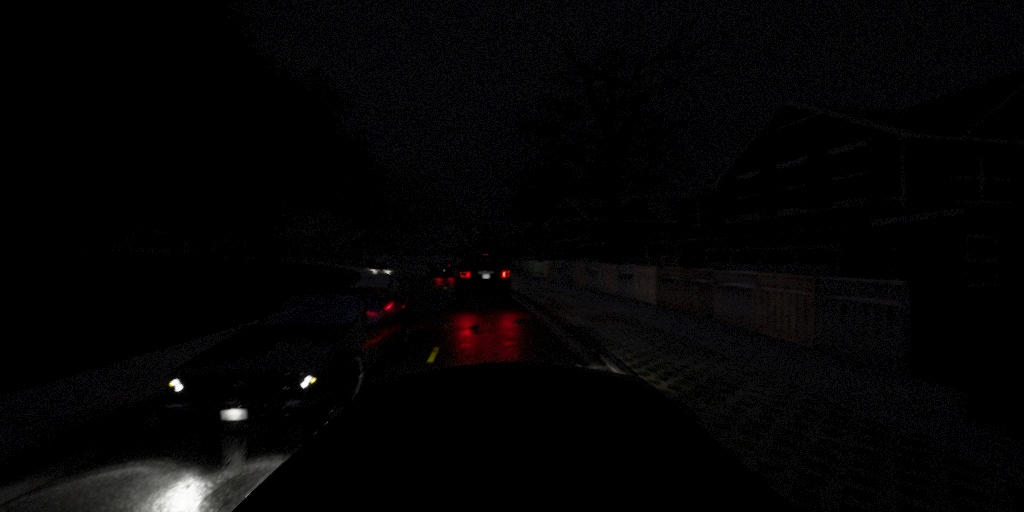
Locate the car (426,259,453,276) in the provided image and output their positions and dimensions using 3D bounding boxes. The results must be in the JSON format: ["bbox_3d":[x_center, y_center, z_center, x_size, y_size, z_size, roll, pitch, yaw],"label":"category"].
[{"bbox_3d":[-6.942,1.069,33.944,2.128,1.511,4.902,0,0,-23],"label":"car"}]

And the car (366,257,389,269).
[{"bbox_3d":[-17.763,0.893,47.247,1.882,1.535,5.008,0,0,-35],"label":"car"}]

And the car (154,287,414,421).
[{"bbox_3d":[-3.126,1.293,6.475,2.033,1.411,5.357,0,0,-4],"label":"car"}]

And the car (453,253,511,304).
[{"bbox_3d":[-1.438,0.908,16.260,2.150,2.045,5.566,0,-1,-10],"label":"car"}]
